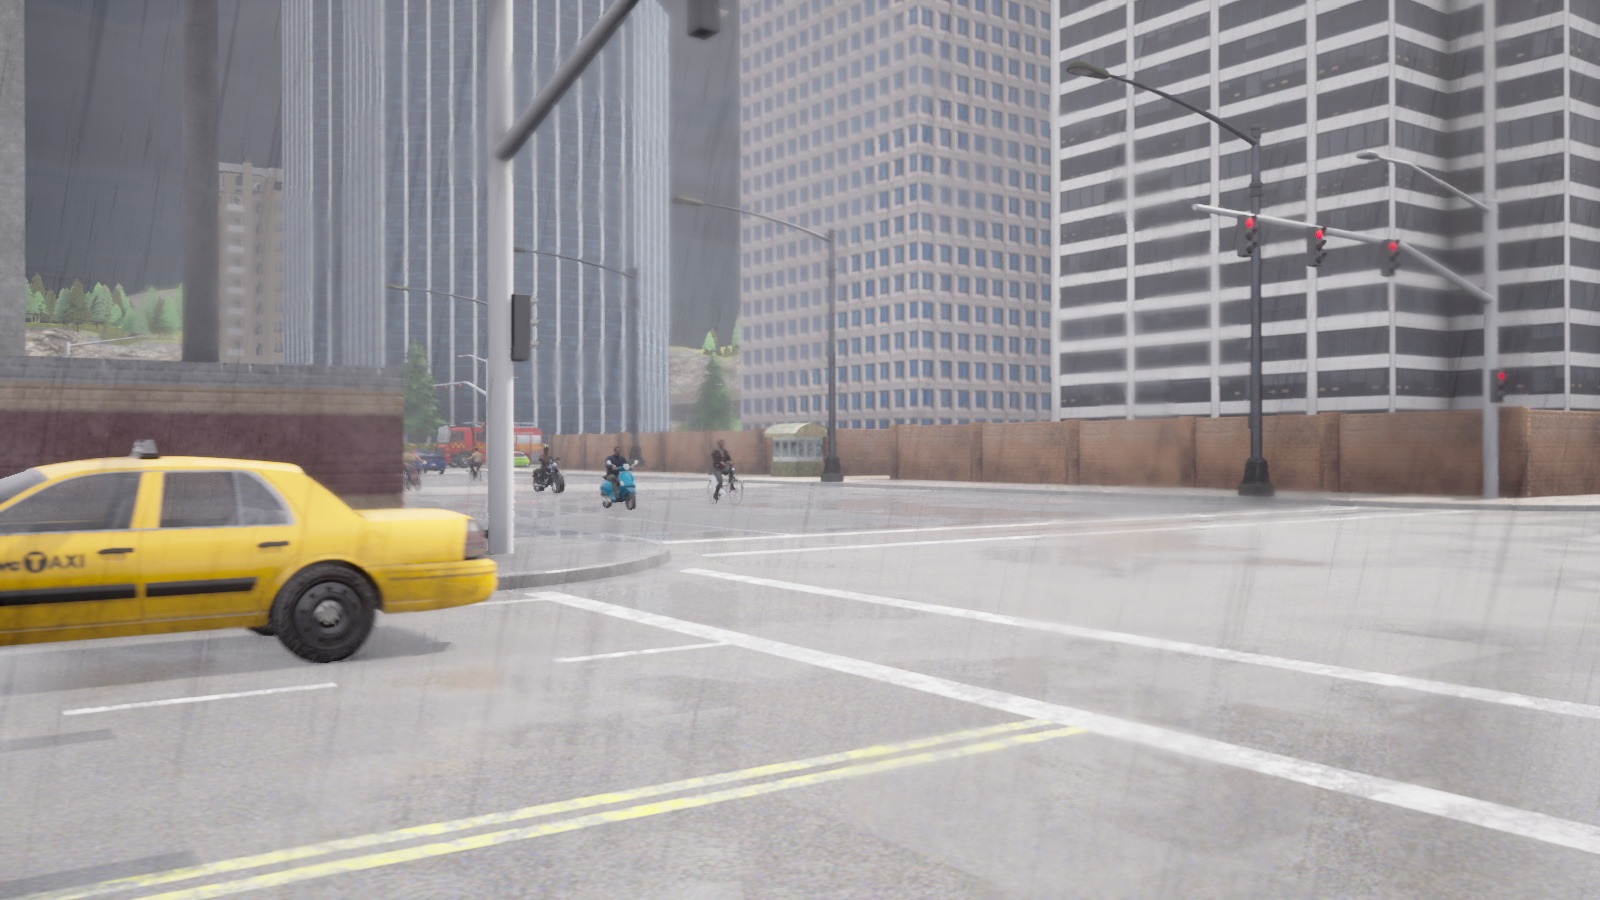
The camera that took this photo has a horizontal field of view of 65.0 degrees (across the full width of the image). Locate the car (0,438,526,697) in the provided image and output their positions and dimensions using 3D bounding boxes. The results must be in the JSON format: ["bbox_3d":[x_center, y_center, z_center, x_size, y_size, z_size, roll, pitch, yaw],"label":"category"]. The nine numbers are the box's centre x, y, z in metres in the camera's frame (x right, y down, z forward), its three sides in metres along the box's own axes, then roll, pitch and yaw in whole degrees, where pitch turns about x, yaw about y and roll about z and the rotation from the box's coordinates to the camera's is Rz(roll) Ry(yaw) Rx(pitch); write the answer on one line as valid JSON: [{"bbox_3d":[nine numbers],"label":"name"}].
[{"bbox_3d":[-4.807,0.711,8.772,5.366,1.575,1.801,0,0,-35],"label":"car"}]

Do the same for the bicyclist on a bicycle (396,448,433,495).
[{"bbox_3d":[-13.727,0.748,44.697,0.866,1.612,1.509,0,0,-34],"label":"bicyclist on a bicycle"}]

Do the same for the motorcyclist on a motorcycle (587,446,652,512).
[{"bbox_3d":[-4.507,0.713,31.293,0.866,1.590,1.817,0,0,-35],"label":"motorcyclist on a motorcycle"}]

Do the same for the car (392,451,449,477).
[{"bbox_3d":[-23.389,0.835,77.228,1.882,1.535,5.008,0,0,-35],"label":"car"}]

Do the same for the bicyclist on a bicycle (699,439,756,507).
[{"bbox_3d":[-1.973,0.613,33.784,0.659,1.776,1.843,0,0,-35],"label":"bicyclist on a bicycle"}]

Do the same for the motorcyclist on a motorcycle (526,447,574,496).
[{"bbox_3d":[-8.699,0.731,43.556,0.766,1.649,2.350,0,0,-35],"label":"motorcyclist on a motorcycle"}]
